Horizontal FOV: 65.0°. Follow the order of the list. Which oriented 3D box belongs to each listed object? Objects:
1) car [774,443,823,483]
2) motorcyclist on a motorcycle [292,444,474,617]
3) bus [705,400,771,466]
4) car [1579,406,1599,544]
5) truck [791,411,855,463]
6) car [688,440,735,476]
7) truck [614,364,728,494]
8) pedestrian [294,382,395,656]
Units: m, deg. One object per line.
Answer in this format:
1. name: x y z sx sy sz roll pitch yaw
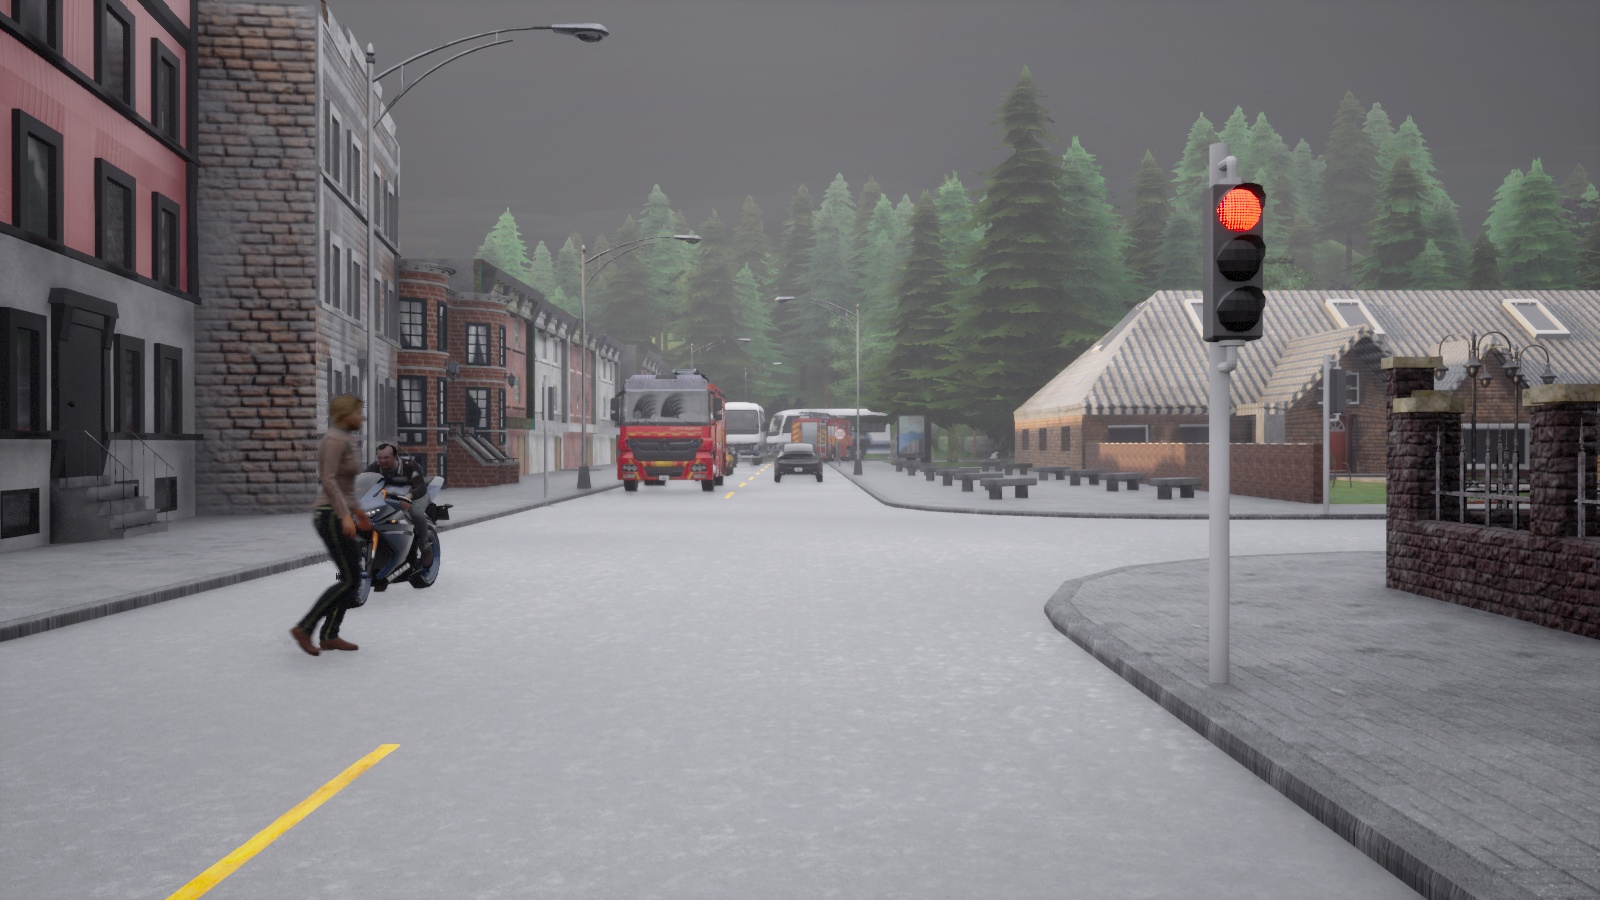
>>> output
1. car: -0.056 0.472 49.520 1.837 1.490 4.892 0 0 0
2. motorcyclist on a motorcycle: -3.993 0.709 12.257 0.866 1.530 2.191 0 0 6
3. bus: -4.170 -1.124 86.943 3.944 4.253 10.273 0 0 1
4. car: 14.694 0.375 18.153 5.566 2.045 2.150 0 0 -1
5. truck: 1.871 -0.960 96.899 2.891 3.827 8.468 0 0 15
6. car: -4.051 0.354 58.196 1.801 1.575 5.366 0 0 0
7. truck: -4.048 -0.654 41.252 2.891 3.827 8.468 0 0 0
8. pedestrian: -3.155 0.465 8.722 0.634 1.846 0.331 0 0 -15
